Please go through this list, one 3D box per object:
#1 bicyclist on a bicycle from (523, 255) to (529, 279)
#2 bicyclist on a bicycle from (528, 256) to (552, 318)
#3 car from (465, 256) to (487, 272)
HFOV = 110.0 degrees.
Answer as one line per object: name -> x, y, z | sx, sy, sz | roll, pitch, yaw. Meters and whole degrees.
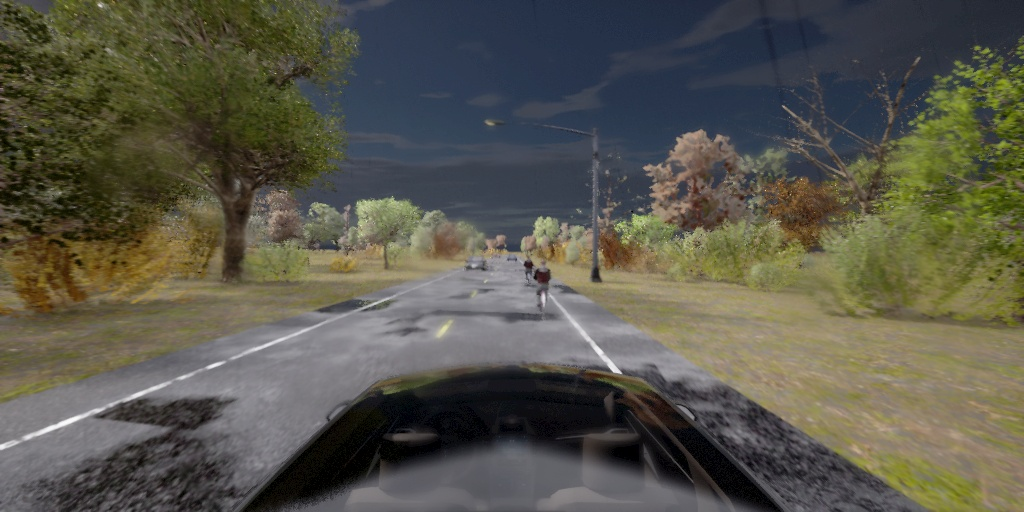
bicyclist on a bicycle -> 0.966, 0.850, 21.017 | 0.659, 1.776, 1.843 | 0, 1, 0
bicyclist on a bicycle -> 0.964, 0.985, 11.357 | 0.659, 1.776, 1.843 | 0, 1, 0
car -> -3.570, 0.764, 36.472 | 2.128, 1.511, 4.902 | 0, 1, 0
